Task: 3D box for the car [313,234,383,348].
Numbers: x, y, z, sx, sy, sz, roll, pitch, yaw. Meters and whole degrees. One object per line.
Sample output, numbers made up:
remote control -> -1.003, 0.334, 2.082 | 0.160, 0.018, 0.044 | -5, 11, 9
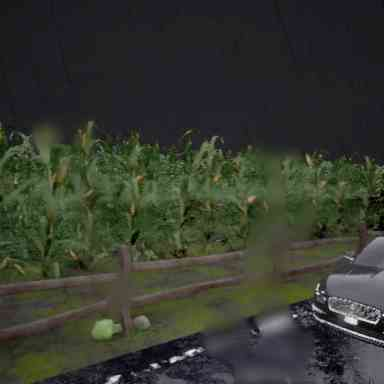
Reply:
car -> 4.207, 1.493, 6.047 | 4.892, 1.490, 1.837 | -2, 1, -35
